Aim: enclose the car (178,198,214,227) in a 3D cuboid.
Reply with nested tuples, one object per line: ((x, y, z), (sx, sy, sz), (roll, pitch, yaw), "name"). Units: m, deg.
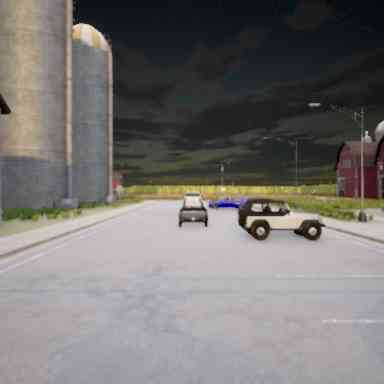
((0.079, 1.363, 21.863), (2.128, 1.511, 4.902), (0, 0, 0), "car")

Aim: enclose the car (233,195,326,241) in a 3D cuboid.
((4.080, 1.221, 15.697), (3.866, 1.878, 1.905), (0, 0, 1), "car")

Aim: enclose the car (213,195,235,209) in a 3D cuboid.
((4.224, 1.247, 39.904), (4.611, 1.667, 2.242), (0, 0, 1), "car")

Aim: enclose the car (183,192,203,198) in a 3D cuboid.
((0.094, 0.982, 39.880), (2.150, 2.045, 5.566), (0, 0, 0), "car")

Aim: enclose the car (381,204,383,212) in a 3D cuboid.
((17.395, 1.160, 25.808), (4.605, 1.855, 1.932), (0, 0, 1), "car")
